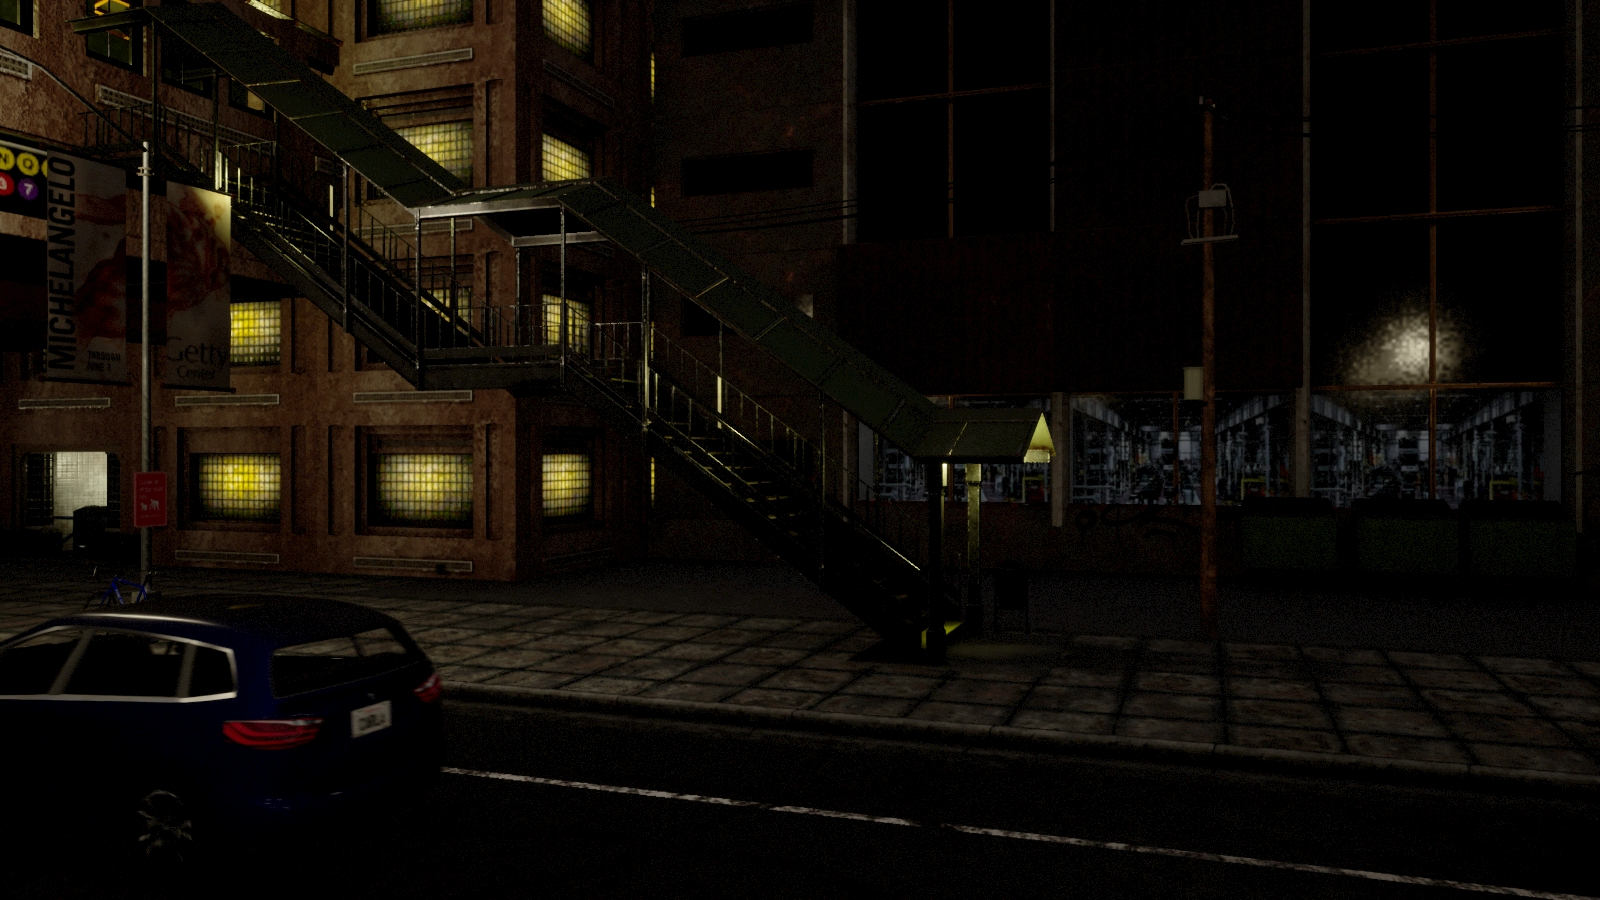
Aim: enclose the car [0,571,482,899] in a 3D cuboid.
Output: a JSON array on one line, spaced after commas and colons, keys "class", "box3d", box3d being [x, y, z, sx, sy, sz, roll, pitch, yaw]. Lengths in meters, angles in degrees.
[{"class": "car", "box3d": [-5.096, 1.967, 8.875, 4.611, 1.667, 2.242, 0, 0, 20]}]
